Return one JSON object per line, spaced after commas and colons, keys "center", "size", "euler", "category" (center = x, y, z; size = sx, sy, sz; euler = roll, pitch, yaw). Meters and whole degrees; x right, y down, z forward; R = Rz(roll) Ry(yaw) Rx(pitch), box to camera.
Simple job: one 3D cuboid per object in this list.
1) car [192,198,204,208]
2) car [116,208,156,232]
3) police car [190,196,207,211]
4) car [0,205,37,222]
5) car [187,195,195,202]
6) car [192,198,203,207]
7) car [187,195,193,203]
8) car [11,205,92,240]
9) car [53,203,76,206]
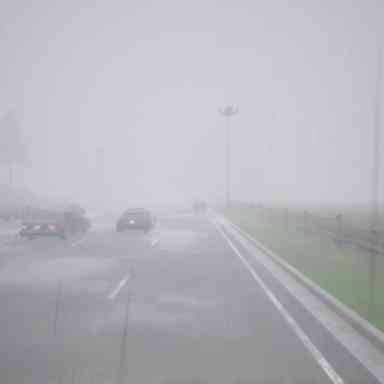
{"center": [0.974, 1.799, 54.550], "size": [1.837, 1.490, 4.892], "euler": [0, 0, 0], "category": "car"}
{"center": [-3.410, 1.677, 20.821], "size": [1.994, 1.385, 4.181], "euler": [0, 0, 0], "category": "car"}
{"center": [1.028, 1.665, 44.627], "size": [1.930, 1.638, 5.238], "euler": [0, 0, 0], "category": "police car"}
{"center": [-13.912, 1.752, 27.978], "size": [1.895, 1.301, 4.718], "euler": [0, 0, 0], "category": "car"}
{"center": [-0.288, 1.710, 92.650], "size": [2.097, 1.767, 4.553], "euler": [0, 0, 0], "category": "car"}
{"center": [0.941, 1.851, 60.549], "size": [1.812, 1.442, 4.674], "euler": [0, 0, 0], "category": "car"}
{"center": [-0.205, 1.839, 77.789], "size": [1.994, 1.385, 4.181], "euler": [0, 0, 0], "category": "car"}
{"center": [-6.909, 1.642, 17.408], "size": [2.033, 1.411, 5.357], "euler": [0, 0, 0], "category": "car"}
{"center": [-10.413, 1.626, 27.641], "size": [1.882, 1.535, 5.008], "euler": [0, 0, 0], "category": "car"}
